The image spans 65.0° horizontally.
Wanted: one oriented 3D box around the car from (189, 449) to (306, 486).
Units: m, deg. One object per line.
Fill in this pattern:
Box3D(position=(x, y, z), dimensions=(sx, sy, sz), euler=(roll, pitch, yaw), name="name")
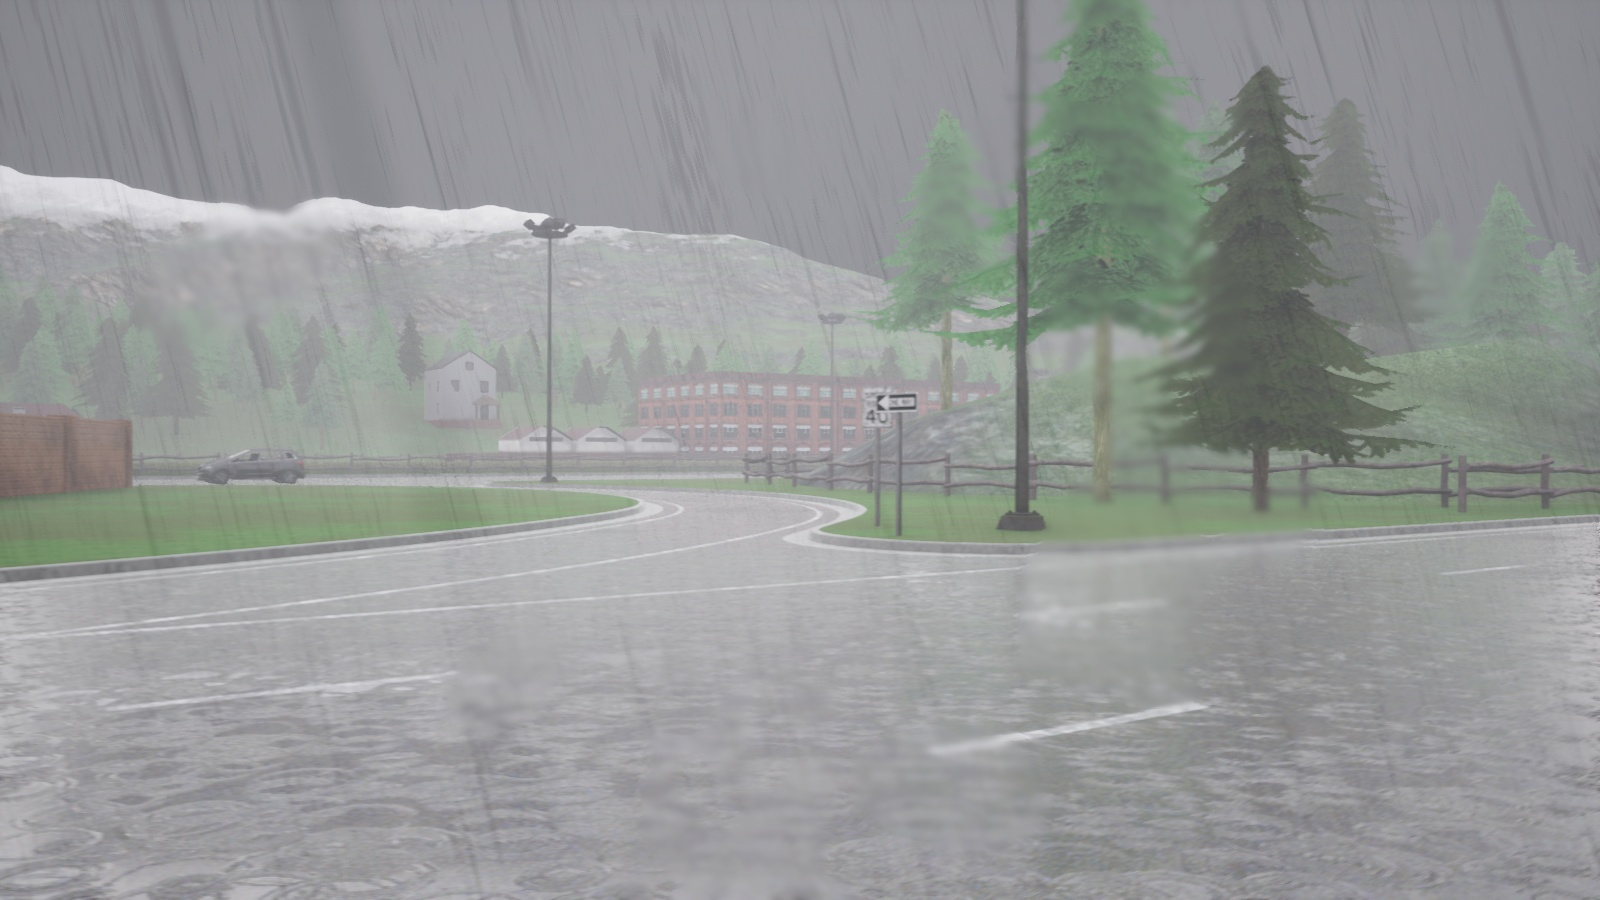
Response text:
Box3D(position=(-25.501, 0.785, 57.976), dimensions=(4.611, 1.667, 2.242), euler=(0, 0, -35), name="car")
